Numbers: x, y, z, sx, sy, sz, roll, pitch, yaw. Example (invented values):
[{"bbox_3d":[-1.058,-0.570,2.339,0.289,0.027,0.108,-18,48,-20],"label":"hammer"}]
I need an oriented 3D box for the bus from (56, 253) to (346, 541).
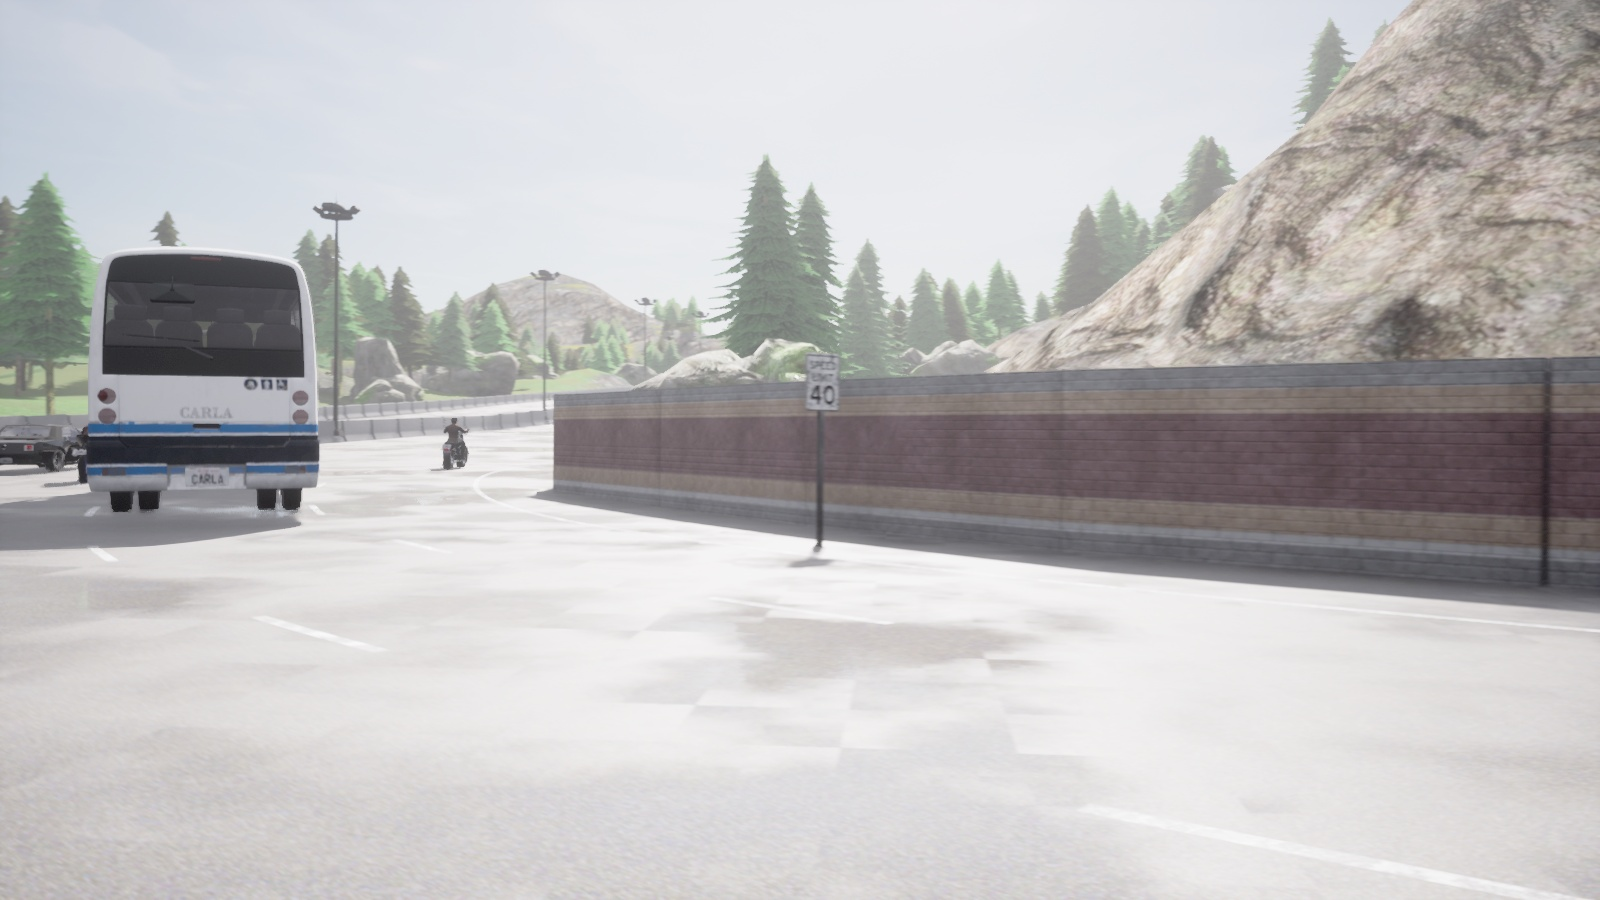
[{"bbox_3d":[-11.315,-0.953,24.067,3.944,4.253,10.273,-1,2,-25],"label":"bus"}]

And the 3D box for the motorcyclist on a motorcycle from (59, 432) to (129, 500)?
[{"bbox_3d":[-16.708,0.343,29.790,0.866,1.530,2.191,0,1,-13],"label":"motorcyclist on a motorcycle"}]

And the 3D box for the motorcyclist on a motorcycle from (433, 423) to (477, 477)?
[{"bbox_3d":[-10.760,-0.031,39.232,0.766,1.649,2.350,0,1,-2],"label":"motorcyclist on a motorcycle"}]

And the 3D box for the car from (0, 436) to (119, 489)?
[{"bbox_3d":[-21.078,0.308,35.149,1.895,1.301,4.718,-1,1,-6],"label":"car"}]
